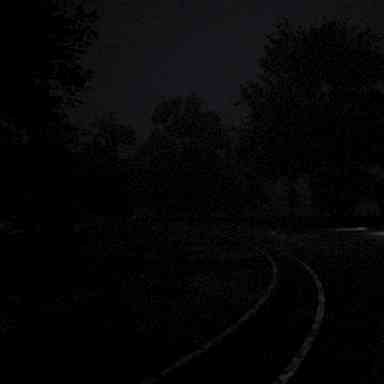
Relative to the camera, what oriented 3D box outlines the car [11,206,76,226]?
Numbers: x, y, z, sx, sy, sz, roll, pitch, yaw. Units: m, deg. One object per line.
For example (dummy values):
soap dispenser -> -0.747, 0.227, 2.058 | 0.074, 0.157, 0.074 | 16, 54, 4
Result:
car -> -12.412, 1.984, 27.960 | 5.008, 1.535, 1.882 | -1, -1, -7
